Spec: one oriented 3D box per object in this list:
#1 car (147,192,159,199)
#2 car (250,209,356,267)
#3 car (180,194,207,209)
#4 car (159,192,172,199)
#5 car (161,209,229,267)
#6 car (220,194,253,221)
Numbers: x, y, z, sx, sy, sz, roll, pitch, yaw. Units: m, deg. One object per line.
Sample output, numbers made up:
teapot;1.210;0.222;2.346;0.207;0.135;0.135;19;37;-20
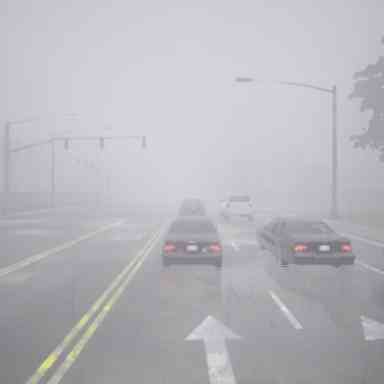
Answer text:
car;-10.479;0.943;86.867;1.882;1.535;5.008;0;1;0
car;3.524;1.530;11.320;2.033;1.411;5.357;0;0;0
car;0.050;1.308;28.408;2.097;1.767;4.553;0;0;1
car;-6.979;0.965;86.879;1.837;1.490;4.892;0;1;0
car;0.024;1.530;11.320;2.033;1.411;5.357;0;0;0
car;3.534;1.178;26.997;2.150;2.045;5.566;0;0;0
